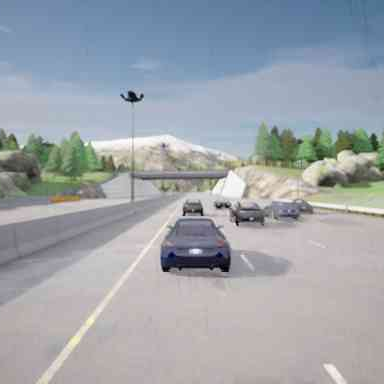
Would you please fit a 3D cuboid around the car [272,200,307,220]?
[{"bbox_3d":[7.094,1.444,26.745,2.033,1.411,5.357,0,0,0],"label":"car"}]

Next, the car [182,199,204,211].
[{"bbox_3d":[0.095,1.372,31.057,2.128,1.511,4.902,0,0,0],"label":"car"}]

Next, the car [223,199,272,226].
[{"bbox_3d":[3.598,1.405,22.439,2.128,1.511,4.902,0,0,0],"label":"car"}]

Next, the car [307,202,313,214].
[{"bbox_3d":[10.595,1.435,33.418,1.994,1.385,4.181,0,0,0],"label":"car"}]

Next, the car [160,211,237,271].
[{"bbox_3d":[0.098,1.522,10.736,1.994,1.385,4.181,0,0,0],"label":"car"}]

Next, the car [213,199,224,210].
[{"bbox_3d":[3.594,1.447,39.968,1.895,1.301,4.718,0,0,0],"label":"car"}]
